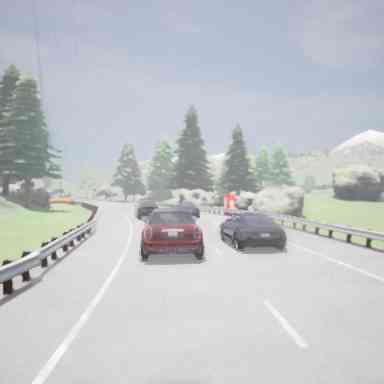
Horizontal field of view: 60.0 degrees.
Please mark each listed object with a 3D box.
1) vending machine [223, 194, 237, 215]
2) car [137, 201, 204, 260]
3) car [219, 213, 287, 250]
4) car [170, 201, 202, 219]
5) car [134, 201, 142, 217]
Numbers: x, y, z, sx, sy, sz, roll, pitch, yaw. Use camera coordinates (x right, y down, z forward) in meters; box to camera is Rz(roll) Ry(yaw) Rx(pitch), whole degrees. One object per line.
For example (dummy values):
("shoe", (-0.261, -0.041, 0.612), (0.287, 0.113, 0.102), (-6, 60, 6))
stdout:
("vending machine", (3.754, 1.240, 32.992), (1.100, 2.100, 0.880), (0, 0, -15))
("car", (-0.845, 1.376, 12.768), (2.097, 1.767, 4.553), (0, 0, -6))
("car", (2.482, 1.581, 14.393), (1.994, 1.385, 4.181), (0, 0, -7))
("car", (-0.663, 1.617, 30.534), (1.994, 1.385, 4.181), (0, 0, -15))
("car", (-4.081, 1.566, 29.844), (1.837, 1.490, 4.892), (0, 0, -15))
